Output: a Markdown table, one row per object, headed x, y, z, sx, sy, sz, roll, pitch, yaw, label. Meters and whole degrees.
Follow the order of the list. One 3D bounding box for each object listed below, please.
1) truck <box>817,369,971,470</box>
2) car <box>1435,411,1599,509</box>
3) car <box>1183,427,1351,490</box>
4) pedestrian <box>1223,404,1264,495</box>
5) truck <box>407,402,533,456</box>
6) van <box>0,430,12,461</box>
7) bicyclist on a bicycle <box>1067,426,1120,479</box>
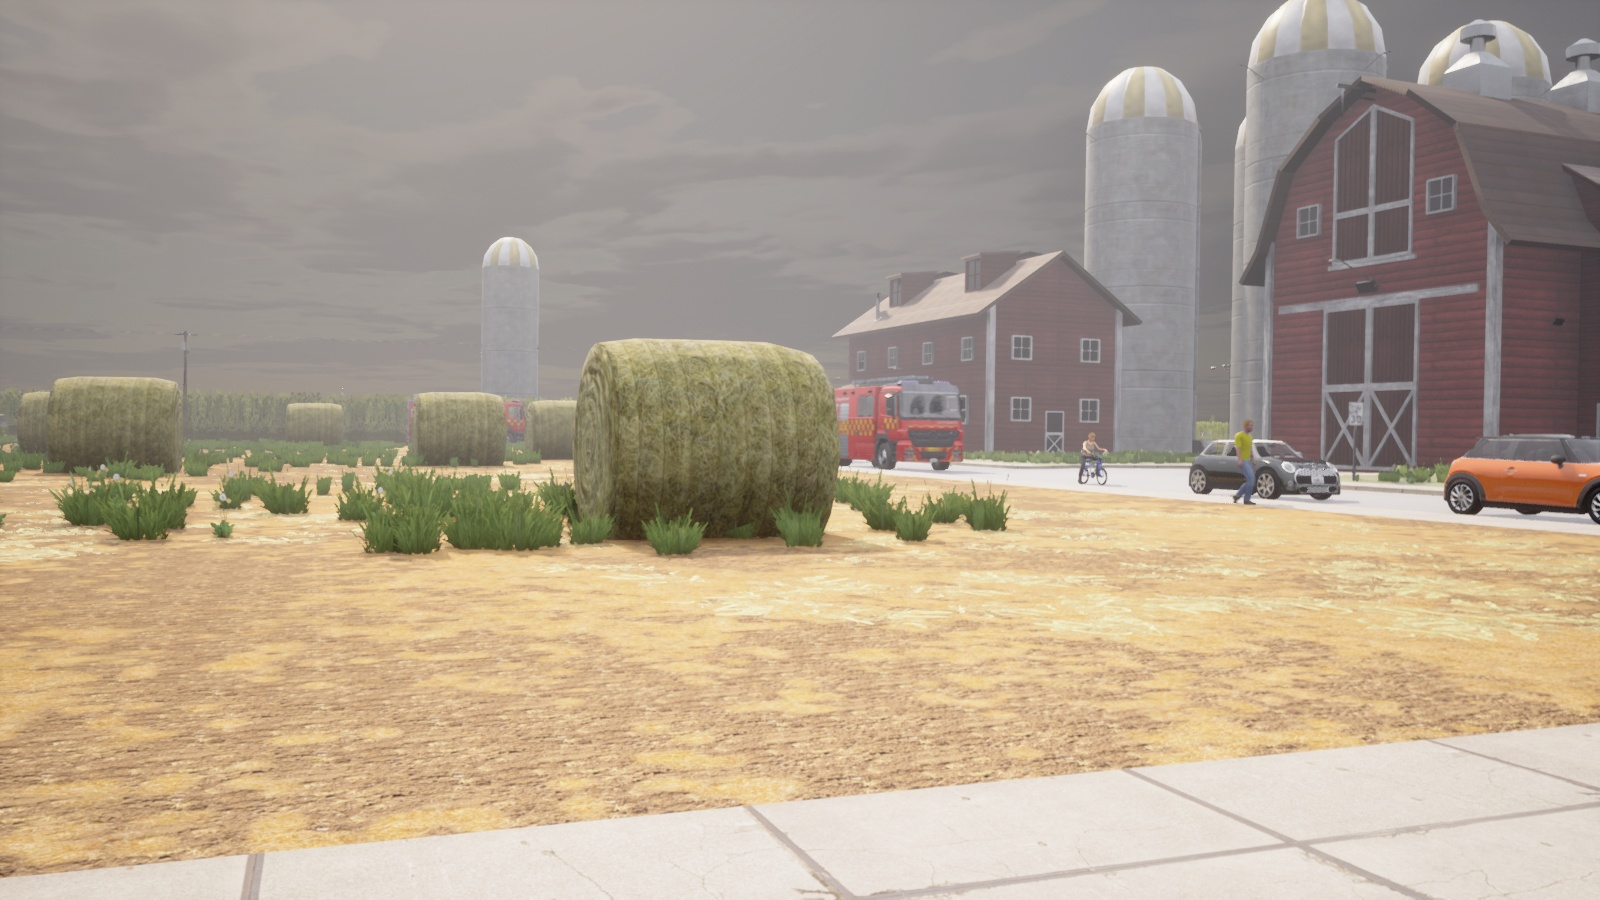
| x | y | z | sx | sy | sz | roll | pitch | yaw | label |
| --- | --- | --- | --- | --- | --- | --- | --- | --- | --- |
| 3.702 | -1.202 | 52.135 | 2.891 | 3.827 | 8.468 | -1 | 1 | -22 | truck |
| 14.923 | 0.160 | 24.188 | 2.097 | 1.767 | 4.553 | -1 | 1 | -22 | car |
| 11.794 | 0.177 | 31.993 | 1.970 | 1.475 | 3.806 | -1 | 1 | -22 | car |
| 9.099 | -0.014 | 25.766 | 0.706 | 1.836 | 0.354 | 0 | 1 | 43 | pedestrian |
| -23.810 | -1.544 | 90.715 | 8.468 | 3.827 | 2.891 | -1 | 1 | -21 | truck |
| -54.893 | -0.286 | 82.915 | 4.442 | 1.987 | 1.775 | -1 | 1 | -14 | van |
| 9.060 | 0.067 | 38.792 | 0.866 | 1.612 | 1.509 | -1 | 1 | -22 | bicyclist on a bicycle |
